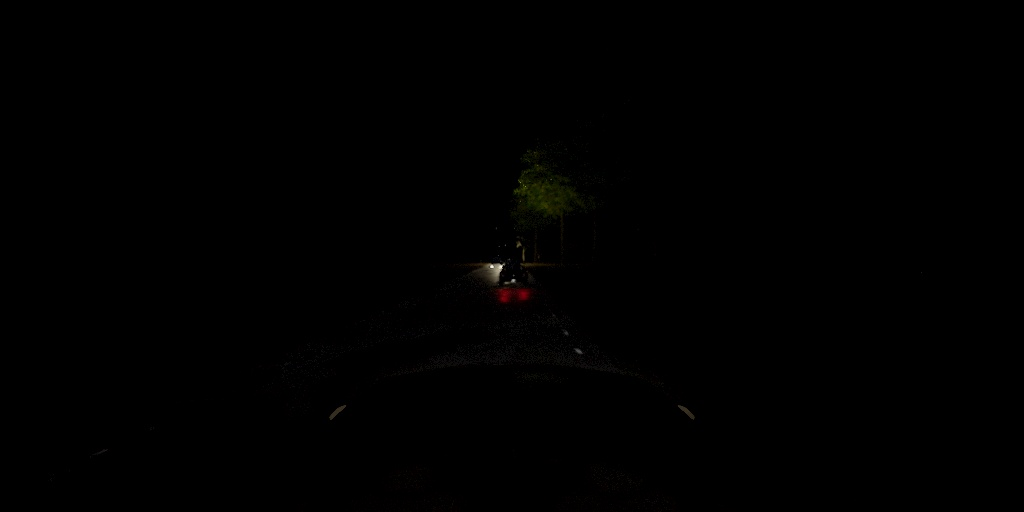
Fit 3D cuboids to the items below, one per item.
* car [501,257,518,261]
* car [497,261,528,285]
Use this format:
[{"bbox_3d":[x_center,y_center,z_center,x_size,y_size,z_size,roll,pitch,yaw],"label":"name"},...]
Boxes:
[{"bbox_3d":[0.085,1.077,41.570,2.033,1.411,5.357,0,0,0],"label":"car"},{"bbox_3d":[0.093,1.226,24.382,1.895,1.301,4.718,0,0,0],"label":"car"}]
